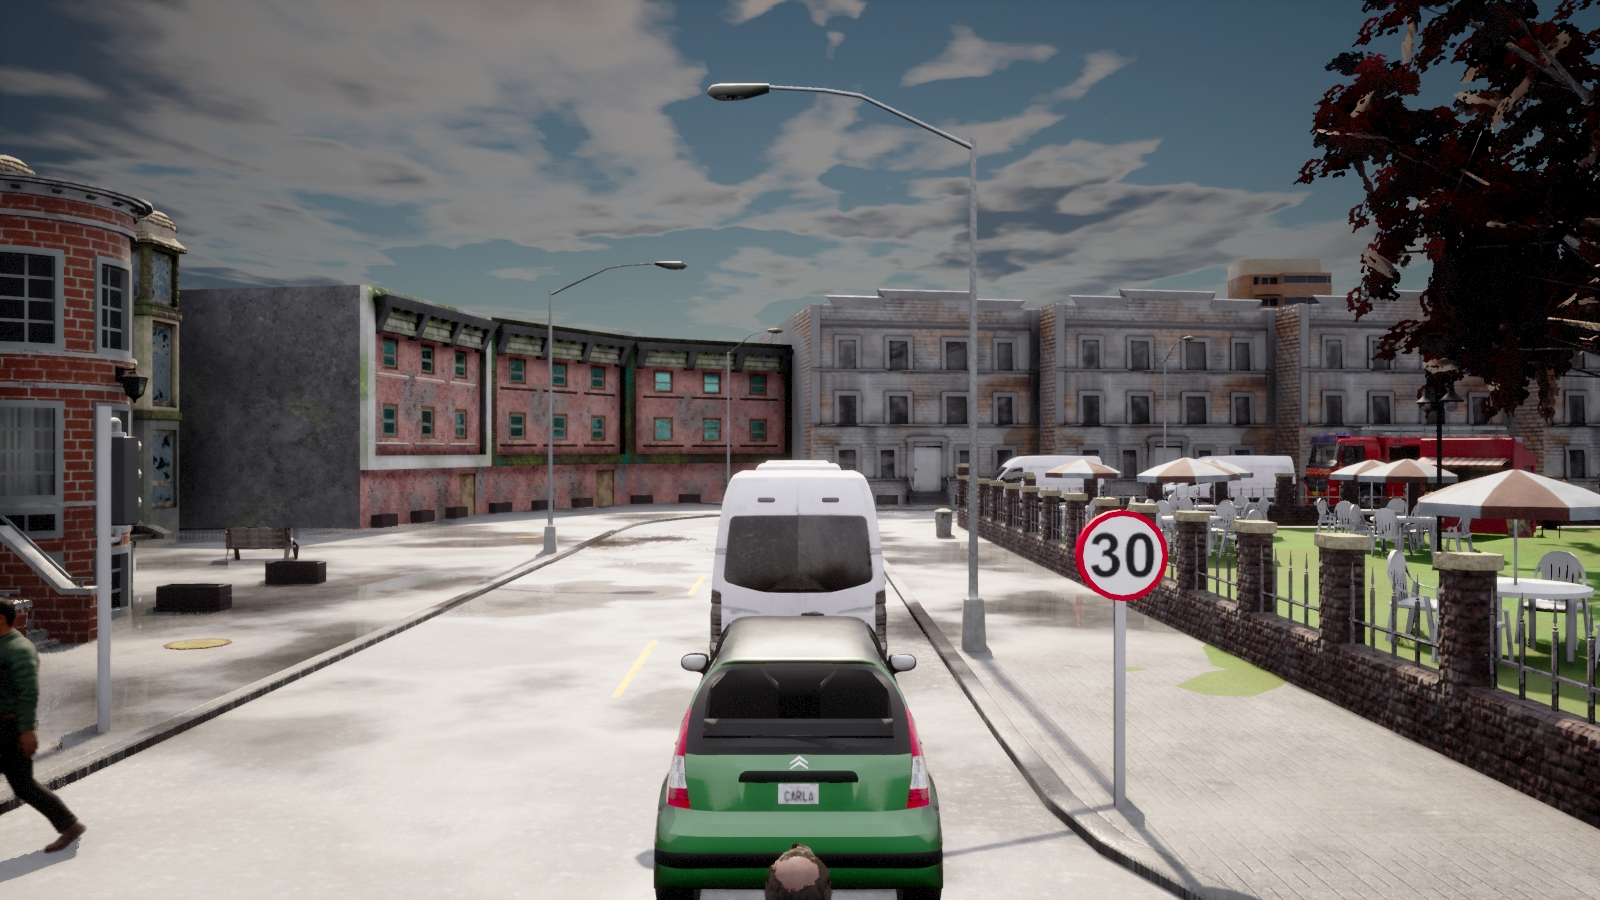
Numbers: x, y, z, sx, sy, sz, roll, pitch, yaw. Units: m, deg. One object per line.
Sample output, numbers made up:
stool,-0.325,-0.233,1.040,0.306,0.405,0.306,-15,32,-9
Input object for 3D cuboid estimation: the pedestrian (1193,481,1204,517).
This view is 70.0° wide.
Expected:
pedestrian,14.750,1.805,42.295,0.375,1.300,0.375,0,0,14

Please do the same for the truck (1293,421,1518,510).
truck,26.739,0.670,50.713,8.468,3.827,2.891,0,0,0

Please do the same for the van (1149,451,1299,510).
van,18.656,1.314,50.452,5.915,2.561,1.988,0,0,0

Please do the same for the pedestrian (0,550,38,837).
pedestrian,-5.386,1.629,7.711,0.375,1.860,0.375,0,0,-38

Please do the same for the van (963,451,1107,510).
van,10.313,1.315,50.429,5.915,2.561,1.988,0,0,0

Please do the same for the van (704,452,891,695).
van,-0.025,1.315,15.105,1.988,2.561,5.915,0,0,0

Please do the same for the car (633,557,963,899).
car,-0.015,1.779,8.404,1.851,1.617,3.988,0,0,0
